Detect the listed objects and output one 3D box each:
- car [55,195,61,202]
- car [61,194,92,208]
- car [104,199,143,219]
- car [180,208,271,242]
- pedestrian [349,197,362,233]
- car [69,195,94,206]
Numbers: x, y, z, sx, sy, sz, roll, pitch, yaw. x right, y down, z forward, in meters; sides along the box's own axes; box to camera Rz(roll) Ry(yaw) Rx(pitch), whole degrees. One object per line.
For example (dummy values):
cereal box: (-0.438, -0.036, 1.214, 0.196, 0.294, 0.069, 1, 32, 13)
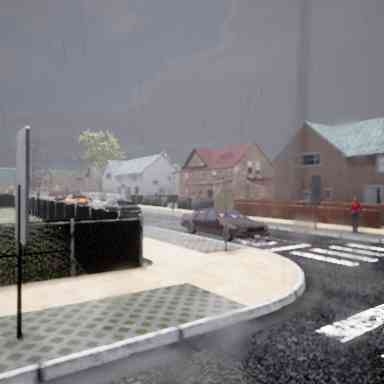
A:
car: (-21.654, 1.083, 55.943, 1.895, 1.301, 4.718, 0, 0, -34)
car: (-13.034, 1.031, 38.016, 2.097, 1.767, 4.553, 0, 0, -34)
car: (-5.720, 1.322, 27.183, 1.837, 1.490, 4.892, 0, 0, -34)
car: (1.406, 1.492, 16.582, 2.033, 1.411, 5.357, 0, 0, -32)
pedestrian: (8.295, 1.148, 16.944, 0.375, 1.860, 0.375, 1, -1, -34)
car: (-15.767, 1.143, 47.257, 2.033, 1.411, 5.357, 0, 0, -34)
